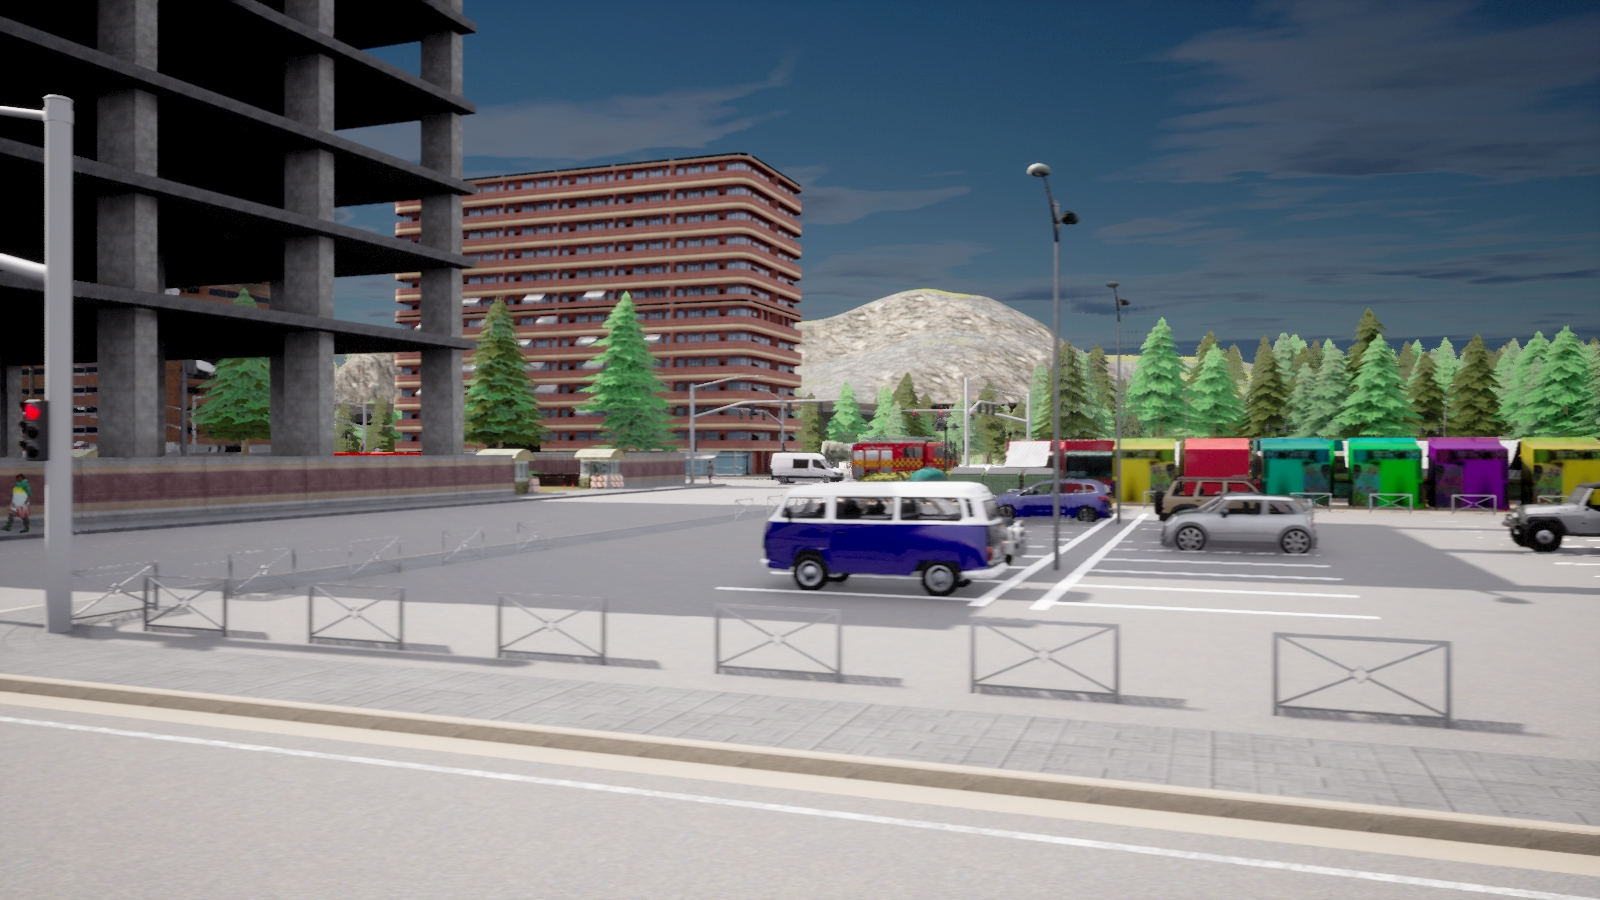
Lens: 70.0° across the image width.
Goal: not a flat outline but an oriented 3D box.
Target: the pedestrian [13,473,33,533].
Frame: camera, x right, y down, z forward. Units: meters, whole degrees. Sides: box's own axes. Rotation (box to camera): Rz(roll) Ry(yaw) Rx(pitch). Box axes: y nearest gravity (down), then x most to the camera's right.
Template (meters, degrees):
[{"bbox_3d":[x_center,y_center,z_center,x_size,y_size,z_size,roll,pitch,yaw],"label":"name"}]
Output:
[{"bbox_3d":[-24.296,1.640,35.720,0.375,1.860,0.375,0,0,18],"label":"pedestrian"}]
